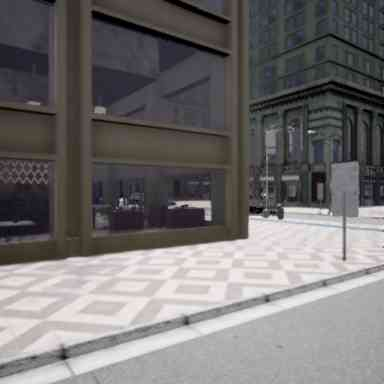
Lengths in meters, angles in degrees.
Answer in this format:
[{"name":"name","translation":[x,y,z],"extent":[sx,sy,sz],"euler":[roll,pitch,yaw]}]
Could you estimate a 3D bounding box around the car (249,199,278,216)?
[{"name":"car","translation":[6.463,1.494,32.023],"extent":[1.882,1.535,5.008],"euler":[0,0,-35]}]
